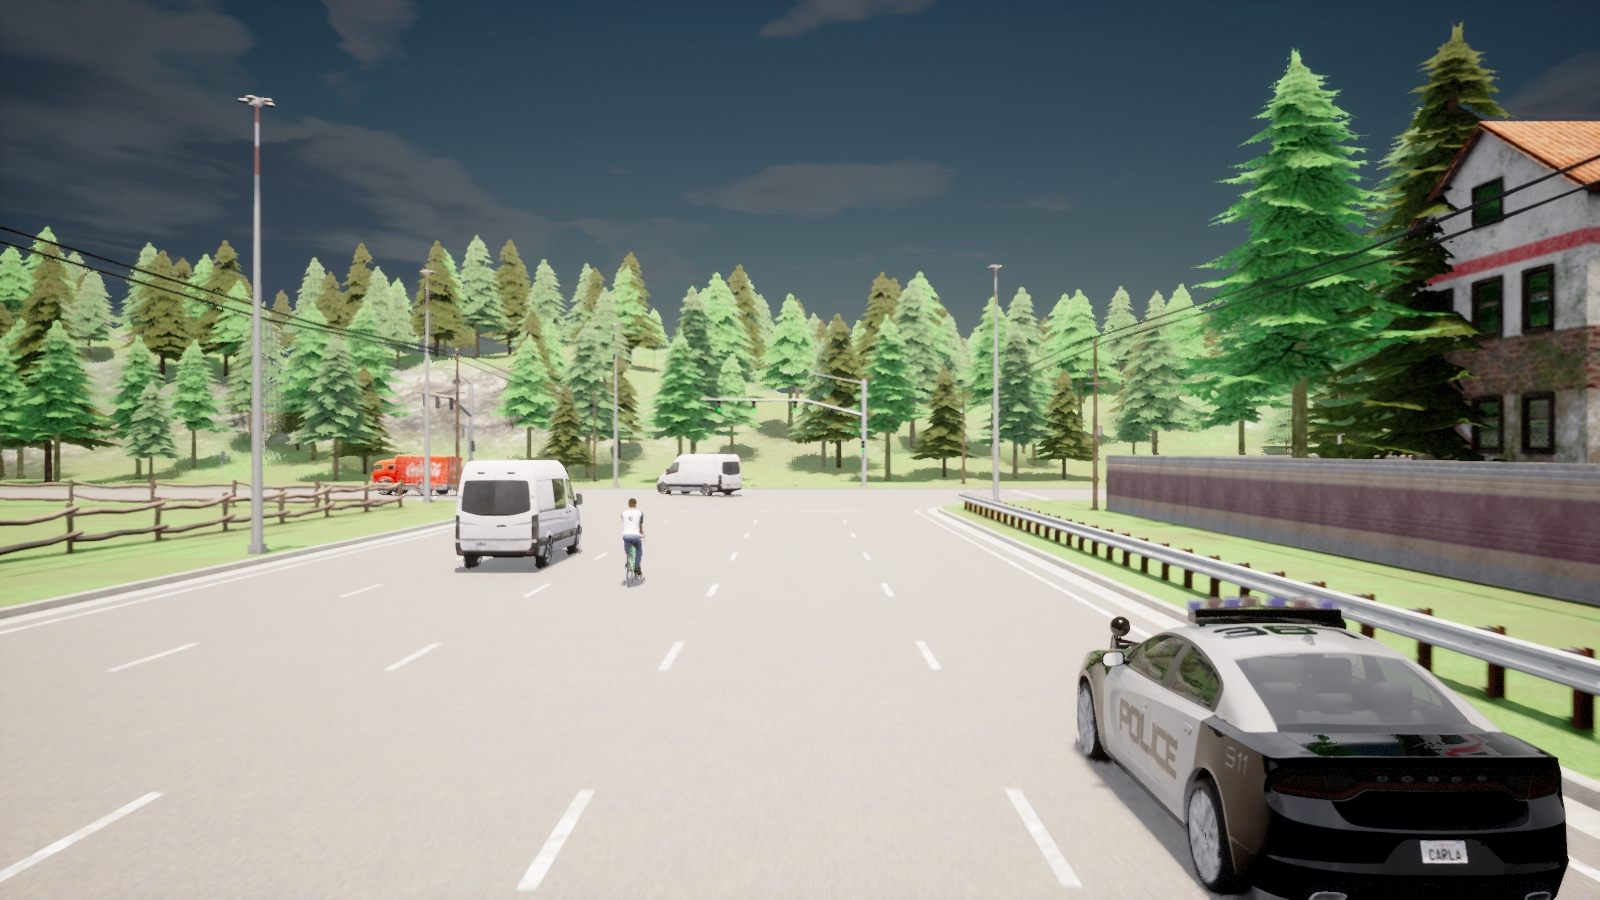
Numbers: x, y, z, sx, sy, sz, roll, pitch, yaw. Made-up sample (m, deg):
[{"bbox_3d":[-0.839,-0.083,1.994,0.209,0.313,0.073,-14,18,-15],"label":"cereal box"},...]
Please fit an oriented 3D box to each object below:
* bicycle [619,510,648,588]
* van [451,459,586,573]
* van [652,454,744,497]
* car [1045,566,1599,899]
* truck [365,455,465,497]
[{"bbox_3d":[-3.498,2.056,24.005,0.373,1.496,1.643,0,0,0],"label":"bicycle"},{"bbox_3d":[-6.992,1.534,29.124,1.988,2.561,5.915,0,0,0],"label":"van"},{"bbox_3d":[-6.337,1.534,70.526,5.915,2.561,1.988,0,0,40],"label":"van"},{"bbox_3d":[3.501,1.982,8.797,2.097,1.638,5.238,0,0,0],"label":"car"},{"bbox_3d":[-23.612,1.569,70.153,5.204,2.467,2.627,0,0,9],"label":"truck"}]
